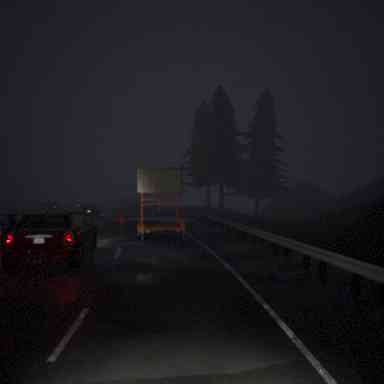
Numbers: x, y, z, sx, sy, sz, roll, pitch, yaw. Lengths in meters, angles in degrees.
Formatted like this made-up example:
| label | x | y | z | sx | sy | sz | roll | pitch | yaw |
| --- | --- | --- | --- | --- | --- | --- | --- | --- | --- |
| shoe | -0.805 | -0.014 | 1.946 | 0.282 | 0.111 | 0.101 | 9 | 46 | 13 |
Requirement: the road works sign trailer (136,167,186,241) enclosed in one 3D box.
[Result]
| label | x | y | z | sx | sy | sz | roll | pitch | yaw |
| --- | --- | --- | --- | --- | --- | --- | --- | --- | --- |
| road works sign trailer | -1.718 | 0.505 | 17.240 | 2.380 | 3.560 | 2.880 | 0 | 0 | -15 |

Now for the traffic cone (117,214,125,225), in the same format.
| label | x | y | z | sx | sy | sz | roll | pitch | yaw |
| --- | --- | --- | --- | --- | --- | --- | --- | --- | --- |
| traffic cone | -4.953 | 2.020 | 23.618 | 0.340 | 0.580 | 0.340 | 0 | 0 | -15 |

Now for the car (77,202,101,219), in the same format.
| label | x | y | z | sx | sy | sz | roll | pitch | yaw |
| --- | --- | --- | --- | --- | --- | --- | --- | --- | --- |
| car | -9.604 | 1.659 | 30.804 | 1.994 | 1.385 | 4.181 | 0 | 0 | -19 |

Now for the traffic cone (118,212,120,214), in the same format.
| label | x | y | z | sx | sy | sz | roll | pitch | yaw |
| --- | --- | --- | --- | --- | --- | --- | --- | --- | --- |
| traffic cone | -5.468 | 2.026 | 25.551 | 0.340 | 0.580 | 0.340 | 0 | 0 | -15 |

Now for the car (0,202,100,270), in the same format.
| label | x | y | z | sx | sy | sz | roll | pitch | yaw |
| --- | --- | --- | --- | --- | --- | --- | --- | --- | --- |
| car | -4.571 | 1.391 | 11.407 | 2.097 | 1.767 | 4.553 | 0 | 0 | -8 |
